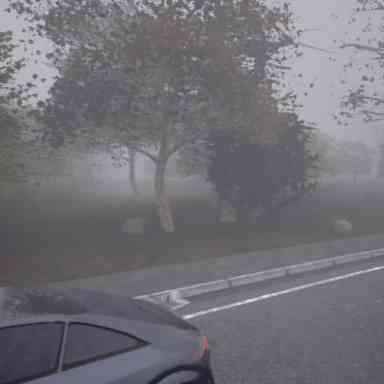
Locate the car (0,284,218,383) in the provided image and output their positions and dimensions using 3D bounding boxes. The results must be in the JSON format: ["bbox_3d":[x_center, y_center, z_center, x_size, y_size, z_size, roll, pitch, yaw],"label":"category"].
[{"bbox_3d":[-1.815,1.564,2.591,4.181,1.385,1.994,0,0,-35],"label":"car"}]
